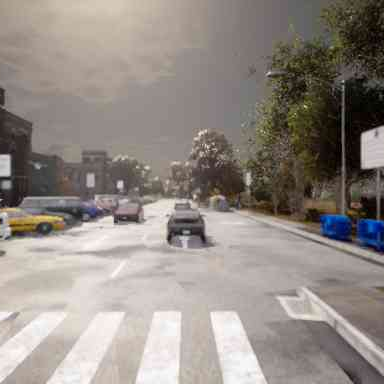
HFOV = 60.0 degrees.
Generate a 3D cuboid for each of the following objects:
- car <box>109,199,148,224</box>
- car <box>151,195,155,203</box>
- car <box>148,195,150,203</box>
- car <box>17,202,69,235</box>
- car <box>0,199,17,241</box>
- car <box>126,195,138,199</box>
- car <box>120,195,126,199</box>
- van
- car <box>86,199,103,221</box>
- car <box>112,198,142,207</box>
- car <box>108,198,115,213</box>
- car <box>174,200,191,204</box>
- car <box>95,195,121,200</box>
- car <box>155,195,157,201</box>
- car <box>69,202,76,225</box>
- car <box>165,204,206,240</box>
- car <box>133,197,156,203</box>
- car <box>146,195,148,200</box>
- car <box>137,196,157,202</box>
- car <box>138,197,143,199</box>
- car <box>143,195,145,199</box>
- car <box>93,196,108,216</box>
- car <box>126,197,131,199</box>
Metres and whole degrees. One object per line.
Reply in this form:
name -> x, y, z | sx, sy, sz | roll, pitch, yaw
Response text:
car -> -4.850, 1.588, 26.064 | 1.882, 1.535, 5.008 | 0, 0, -2
car -> -11.875, 1.933, 77.960 | 4.892, 1.521, 2.231 | 0, -1, -22
car -> -11.420, 1.860, 65.977 | 4.792, 1.488, 2.163 | 0, -1, -22
car -> -9.683, 1.535, 18.017 | 5.366, 1.575, 1.946 | 0, -1, -22
car -> -9.657, 1.260, 11.923 | 5.566, 2.045, 2.435 | 0, 0, -22
car -> -10.740, 1.429, 44.977 | 5.566, 2.045, 2.435 | -1, -1, -22
car -> -10.538, 1.519, 38.966 | 4.553, 1.767, 2.185 | -1, 0, -22
van -> -10.177, 1.344, 23.903 | 4.442, 1.987, 1.878 | -1, 0, -22
car -> -10.164, 1.583, 26.950 | 5.008, 1.535, 2.097 | -1, 0, -22
car -> -11.147, 1.801, 56.963 | 4.674, 1.452, 2.002 | 0, 0, -22
car -> -10.374, 1.653, 32.957 | 4.674, 1.452, 2.002 | 0, -1, -22
car -> -1.096, 1.680, 38.698 | 2.128, 1.511, 4.902 | 0, 0, -2
car -> -10.440, 1.503, 35.966 | 4.553, 1.767, 2.185 | 0, 0, -22
car -> -11.806, 1.954, 81.029 | 5.366, 1.575, 1.946 | 0, -1, -22
car -> -9.968, 1.594, 20.950 | 4.674, 1.452, 2.002 | -1, -1, -22
car -> -0.329, 1.588, 17.514 | 1.837, 1.490, 4.892 | 0, 0, -2
car -> -11.918, 1.980, 84.029 | 5.366, 1.575, 1.946 | 0, -1, -22
car -> -11.379, 1.681, 62.957 | 4.553, 1.767, 2.185 | 0, -1, -22
car -> -12.612, 2.052, 92.894 | 5.366, 1.575, 1.946 | -1, 0, -22
car -> -10.785, 1.714, 51.037 | 5.366, 1.575, 1.946 | 0, -1, -22
car -> -11.043, 1.488, 53.989 | 5.566, 2.045, 2.435 | -1, -1, -22
car -> -10.306, 1.473, 29.950 | 4.553, 1.767, 2.185 | 0, -1, -22
car -> -10.642, 1.692, 41.977 | 4.792, 1.488, 2.163 | 0, -1, -22
